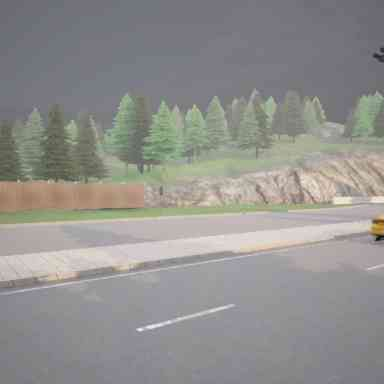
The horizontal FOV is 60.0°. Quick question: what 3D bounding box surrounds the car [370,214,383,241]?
[{"bbox_3d":[10.194,1.477,15.314,5.008,1.535,1.882,0,0,-36],"label":"car"}]
